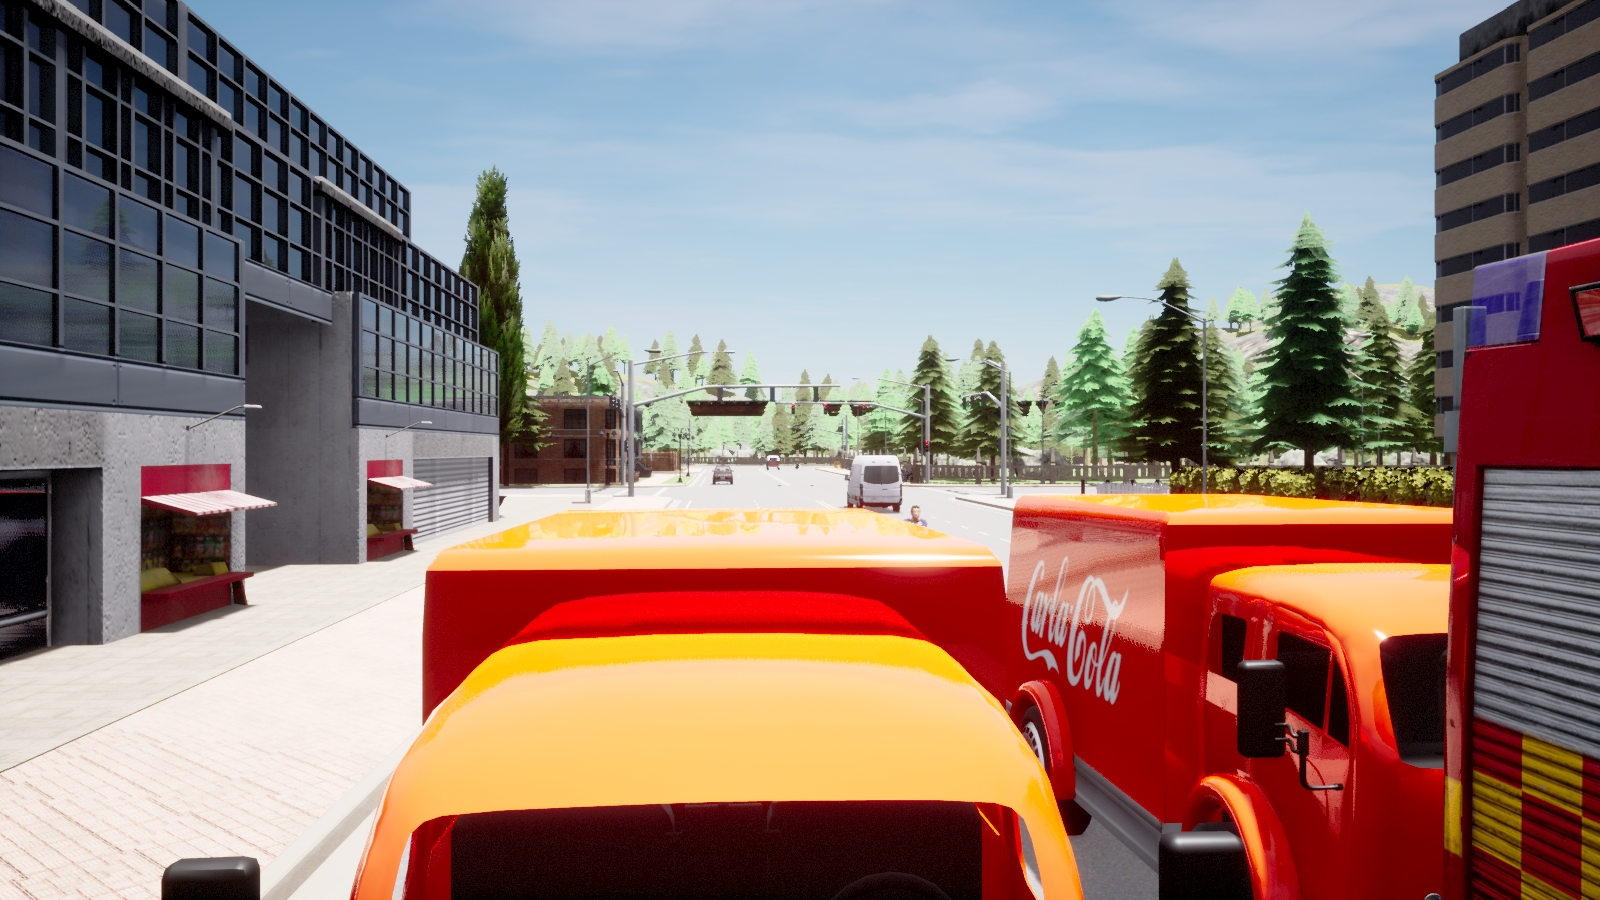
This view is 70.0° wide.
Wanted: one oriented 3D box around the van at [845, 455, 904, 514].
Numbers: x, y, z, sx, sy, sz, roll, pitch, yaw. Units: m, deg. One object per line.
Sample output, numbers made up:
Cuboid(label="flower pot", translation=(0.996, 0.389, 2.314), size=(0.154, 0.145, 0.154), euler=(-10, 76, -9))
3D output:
Cuboid(label="van", translation=(3.411, 1.534, 53.444), size=(1.988, 2.561, 5.915), euler=(0, 0, -4))

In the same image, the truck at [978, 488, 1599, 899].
Cuboid(label="truck", translation=(3.003, 1.568, 7.234), size=(2.627, 2.467, 5.204), euler=(0, 0, -4))

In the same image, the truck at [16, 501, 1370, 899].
Cuboid(label="truck", translation=(-0.347, 1.568, 4.821), size=(2.627, 2.467, 5.204), euler=(0, 0, -4))
